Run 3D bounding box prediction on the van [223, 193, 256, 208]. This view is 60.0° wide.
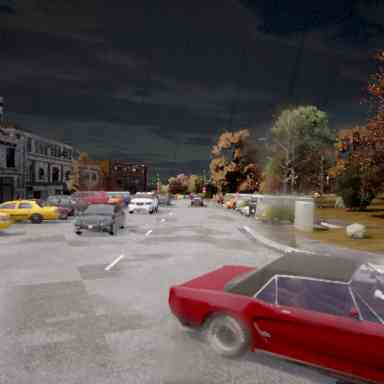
[{"bbox_3d":[7.186,1.283,50.419,4.442,1.987,1.878,2,0,-19],"label":"van"}]

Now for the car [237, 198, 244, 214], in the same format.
[{"bbox_3d":[6.792,1.551,29.763,4.674,1.452,2.002,2,0,-19],"label":"car"}]

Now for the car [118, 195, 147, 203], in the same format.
[{"bbox_3d":[-10.587,1.246,59.457,4.792,1.488,2.163,0,0,-19],"label":"car"}]

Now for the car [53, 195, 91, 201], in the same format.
[{"bbox_3d":[-11.053,1.213,27.179,4.892,1.521,2.231,0,0,-19],"label":"car"}]

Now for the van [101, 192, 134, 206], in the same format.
[{"bbox_3d":[-10.668,0.971,47.754,4.442,1.987,1.878,0,0,-19],"label":"van"}]

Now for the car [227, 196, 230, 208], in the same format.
[{"bbox_3d":[6.906,1.540,38.602,4.674,1.452,2.002,2,0,-19],"label":"car"}]

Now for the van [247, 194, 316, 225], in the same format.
[{"bbox_3d":[6.604,1.296,23.836,4.442,1.987,1.878,2,0,-19],"label":"van"}]

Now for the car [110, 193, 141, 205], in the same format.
[{"bbox_3d":[-10.726,1.079,53.571,4.553,1.767,2.185,0,0,-19],"label":"car"}]

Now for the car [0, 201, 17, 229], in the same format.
[{"bbox_3d":[-11.399,1.241,15.390,5.366,1.575,1.946,0,0,-19],"label":"car"}]

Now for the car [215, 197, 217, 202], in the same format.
[{"bbox_3d":[7.261,1.557,62.164,4.792,1.488,2.163,2,0,-19],"label":"car"}]

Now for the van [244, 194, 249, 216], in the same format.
[{"bbox_3d":[6.862,1.295,26.865,4.442,1.987,1.878,2,0,-19],"label":"van"}]

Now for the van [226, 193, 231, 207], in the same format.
[{"bbox_3d":[7.067,1.278,41.584,4.442,1.987,1.878,2,0,-19],"label":"van"}]

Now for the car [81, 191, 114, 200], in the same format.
[{"bbox_3d":[-11.004,0.949,33.032,5.566,2.045,2.435,0,0,-19],"label":"car"}]

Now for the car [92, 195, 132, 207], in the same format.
[{"bbox_3d":[-10.811,1.195,44.777,5.008,1.535,2.097,0,0,-19],"label":"car"}]

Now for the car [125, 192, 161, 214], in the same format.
[{"bbox_3d":[-4.661,1.046,32.665,2.150,2.045,5.566,1,0,1],"label":"car"}]

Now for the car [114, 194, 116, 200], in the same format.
[{"bbox_3d":[-10.941,1.237,35.981,4.674,1.452,2.002,0,0,-19],"label":"car"}]

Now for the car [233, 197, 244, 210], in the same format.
[{"bbox_3d":[6.830,1.547,32.709,4.674,1.452,2.002,2,0,-19],"label":"car"}]

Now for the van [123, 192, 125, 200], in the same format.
[{"bbox_3d":[-10.965,0.969,41.802,4.442,1.987,1.878,0,0,-19],"label":"van"}]

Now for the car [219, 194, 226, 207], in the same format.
[{"bbox_3d":[6.818,1.492,44.424,5.366,1.575,1.946,2,0,-19],"label":"car"}]

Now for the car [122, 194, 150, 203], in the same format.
[{"bbox_3d":[-10.584,1.223,62.383,4.892,1.521,2.231,0,0,-19],"label":"car"}]

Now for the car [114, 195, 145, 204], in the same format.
[{"bbox_3d":[-10.661,1.211,56.511,4.892,1.521,2.231,0,0,-19],"label":"car"}]

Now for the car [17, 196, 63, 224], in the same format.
[{"bbox_3d":[-11.317,1.223,21.250,5.366,1.575,1.946,0,0,-19],"label":"car"}]

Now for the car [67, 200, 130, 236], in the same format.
[{"bbox_3d":[-4.725,1.370,17.648,1.837,1.490,4.892,1,0,-2],"label":"car"}]

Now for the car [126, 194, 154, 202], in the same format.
[{"bbox_3d":[-10.666,1.231,68.180,5.366,1.575,1.946,0,0,-19],"label":"car"}]

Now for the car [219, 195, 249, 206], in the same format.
[{"bbox_3d":[7.131,1.388,56.253,4.553,1.767,2.185,2,0,-19],"label":"car"}]

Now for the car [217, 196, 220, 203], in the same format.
[{"bbox_3d":[7.141,1.540,53.329,4.792,1.488,2.163,2,0,-19],"label":"car"}]

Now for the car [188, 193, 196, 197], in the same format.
[{"bbox_3d":[0.843,1.424,62.439,2.128,1.511,4.902,1,0,1],"label":"car"}]

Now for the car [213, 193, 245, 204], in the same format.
[{"bbox_3d":[7.259,1.281,65.082,5.566,2.045,2.435,2,0,-19],"label":"car"}]

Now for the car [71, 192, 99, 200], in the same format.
[{"bbox_3d":[-11.053,1.079,30.110,4.553,1.767,2.185,0,0,-19],"label":"car"}]

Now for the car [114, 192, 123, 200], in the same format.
[{"bbox_3d":[-10.868,1.069,38.918,4.553,1.767,2.185,0,0,-19],"label":"car"}]

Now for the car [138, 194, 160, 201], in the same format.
[{"bbox_3d":[-10.329,1.260,79.976,4.892,1.521,2.231,0,0,-19],"label":"car"}]

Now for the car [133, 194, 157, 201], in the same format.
[{"bbox_3d":[-10.420,1.248,74.114,4.892,1.521,2.231,0,0,-19],"label":"car"}]

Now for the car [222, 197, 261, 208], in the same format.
[{"bbox_3d":[7.025,1.502,47.431,4.892,1.521,2.231,2,0,-19],"label":"car"}]

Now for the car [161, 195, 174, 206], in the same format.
[{"bbox_3d":[-4.353,1.332,51.466,1.837,1.490,4.892,1,0,1],"label":"car"}]

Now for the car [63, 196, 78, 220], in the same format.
[{"bbox_3d":[-11.069,1.248,24.252,4.792,1.488,2.163,0,0,-19],"label":"car"}]

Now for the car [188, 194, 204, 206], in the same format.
[{"bbox_3d":[0.799,1.440,52.166,1.812,1.442,4.674,1,0,1],"label":"car"}]

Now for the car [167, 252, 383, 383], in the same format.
[{"bbox_3d":[2.059,1.599,4.434,4.718,1.301,1.895,0,0,34],"label":"car"}]

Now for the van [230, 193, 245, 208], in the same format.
[{"bbox_3d":[6.769,1.274,35.611,4.442,1.987,1.878,2,0,-19],"label":"van"}]
